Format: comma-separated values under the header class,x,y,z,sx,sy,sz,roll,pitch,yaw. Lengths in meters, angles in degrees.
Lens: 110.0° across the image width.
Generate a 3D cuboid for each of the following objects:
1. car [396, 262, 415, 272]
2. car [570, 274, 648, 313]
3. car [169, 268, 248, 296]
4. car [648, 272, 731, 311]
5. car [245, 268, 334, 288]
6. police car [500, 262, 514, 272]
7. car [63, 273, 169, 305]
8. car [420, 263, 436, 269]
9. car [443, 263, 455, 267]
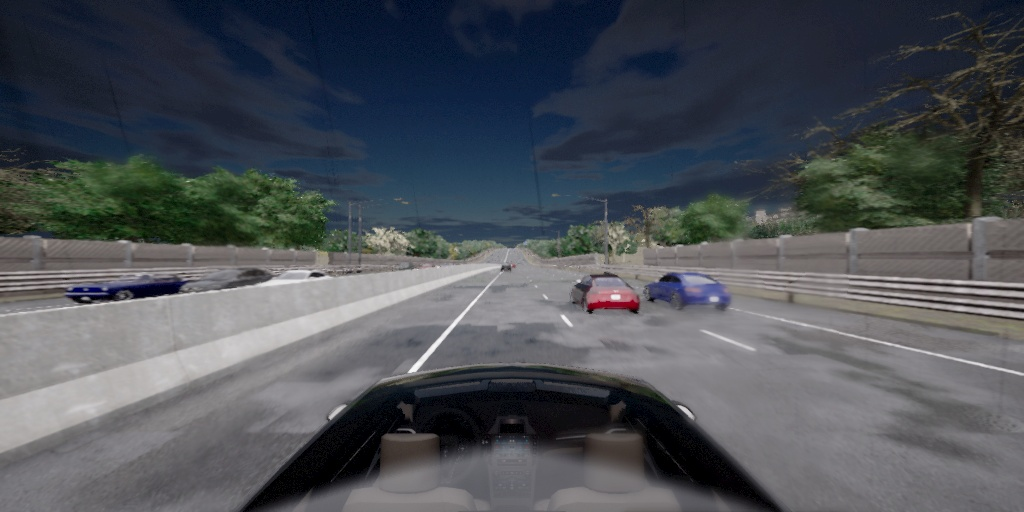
class,x,y,z,sx,sy,sz,roll,pitch,yaw
car,-17.513,1.822,59.202,2.097,1.767,4.553,0,-1,0
car,3.603,1.412,14.455,1.994,1.385,4.181,0,-1,0
car,-14.091,1.391,18.252,1.837,1.490,4.892,0,-1,0
car,7.102,1.377,14.892,1.812,1.442,4.674,0,-1,0
car,-10.592,1.408,17.952,1.812,1.442,4.674,0,-1,0
police car,-1.041,1.965,63.865,1.930,1.638,5.238,0,-1,0
car,-17.594,1.475,17.005,1.895,1.301,4.718,0,-1,0
car,-14.006,1.962,60.155,1.882,1.535,5.008,0,-1,0
car,-10.510,1.972,59.908,2.128,1.511,4.902,0,-1,0
